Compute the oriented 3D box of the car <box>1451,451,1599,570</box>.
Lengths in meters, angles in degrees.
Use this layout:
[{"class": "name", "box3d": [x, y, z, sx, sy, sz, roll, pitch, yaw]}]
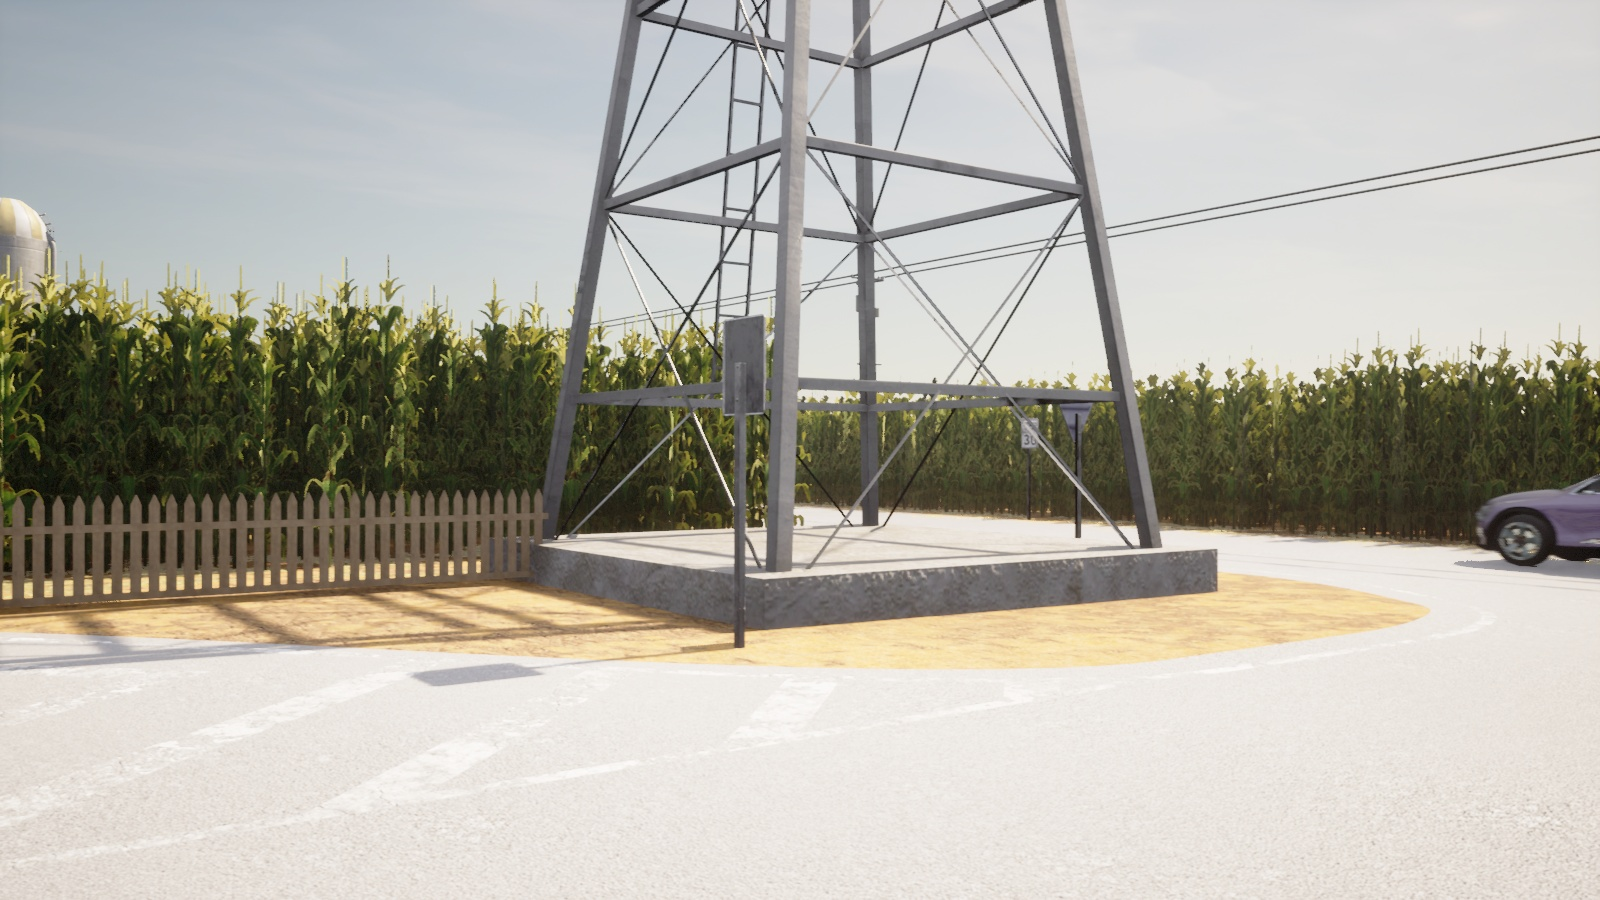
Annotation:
[{"class": "car", "box3d": [12.151, 0.844, 17.726, 2.033, 1.649, 4.856, 0, 0, -35]}]
